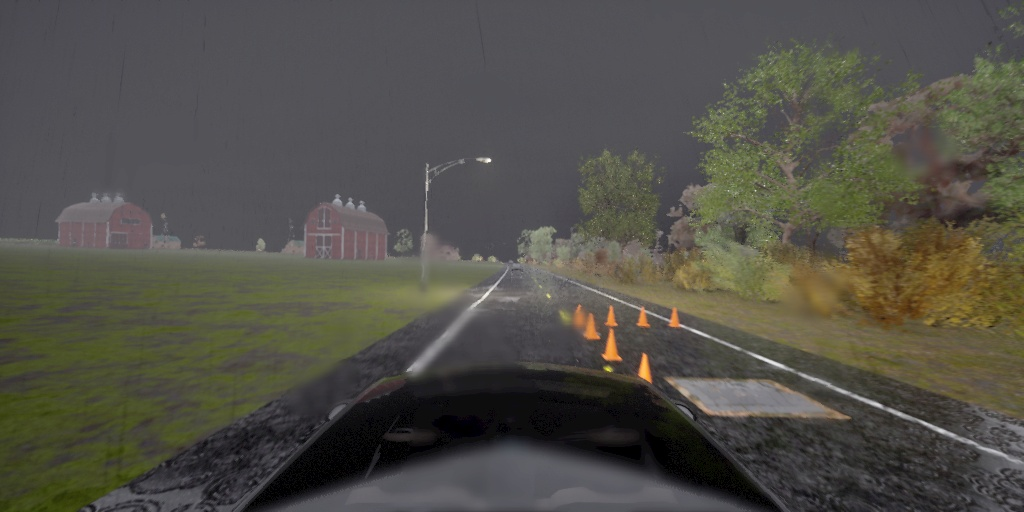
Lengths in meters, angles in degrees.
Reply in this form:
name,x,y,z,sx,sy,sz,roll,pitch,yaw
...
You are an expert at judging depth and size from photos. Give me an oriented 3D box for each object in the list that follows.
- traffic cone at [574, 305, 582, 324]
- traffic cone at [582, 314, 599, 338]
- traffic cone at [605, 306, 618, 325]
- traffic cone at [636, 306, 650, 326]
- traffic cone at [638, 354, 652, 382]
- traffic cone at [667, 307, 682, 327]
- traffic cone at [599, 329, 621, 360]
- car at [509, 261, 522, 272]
name,x,y,z,sx,sy,sz,roll,pitch,yaw
traffic cone,2.159,1.862,11.456,0.340,0.580,0.340,0,0,1
traffic cone,2.111,1.838,9.457,0.340,0.580,0.340,0,0,1
traffic cone,3.159,1.881,11.432,0.340,0.580,0.340,0,0,1
traffic cone,4.158,1.901,11.408,0.340,0.580,0.340,0,0,1
traffic cone,2.015,1.789,5.458,0.340,0.580,0.340,0,0,1
traffic cone,5.158,1.920,11.383,0.340,0.580,0.340,0,0,1
traffic cone,2.063,1.813,7.458,0.340,0.580,0.340,0,0,1
car,0.788,1.967,60.775,1.837,1.490,4.892,1,-1,0
